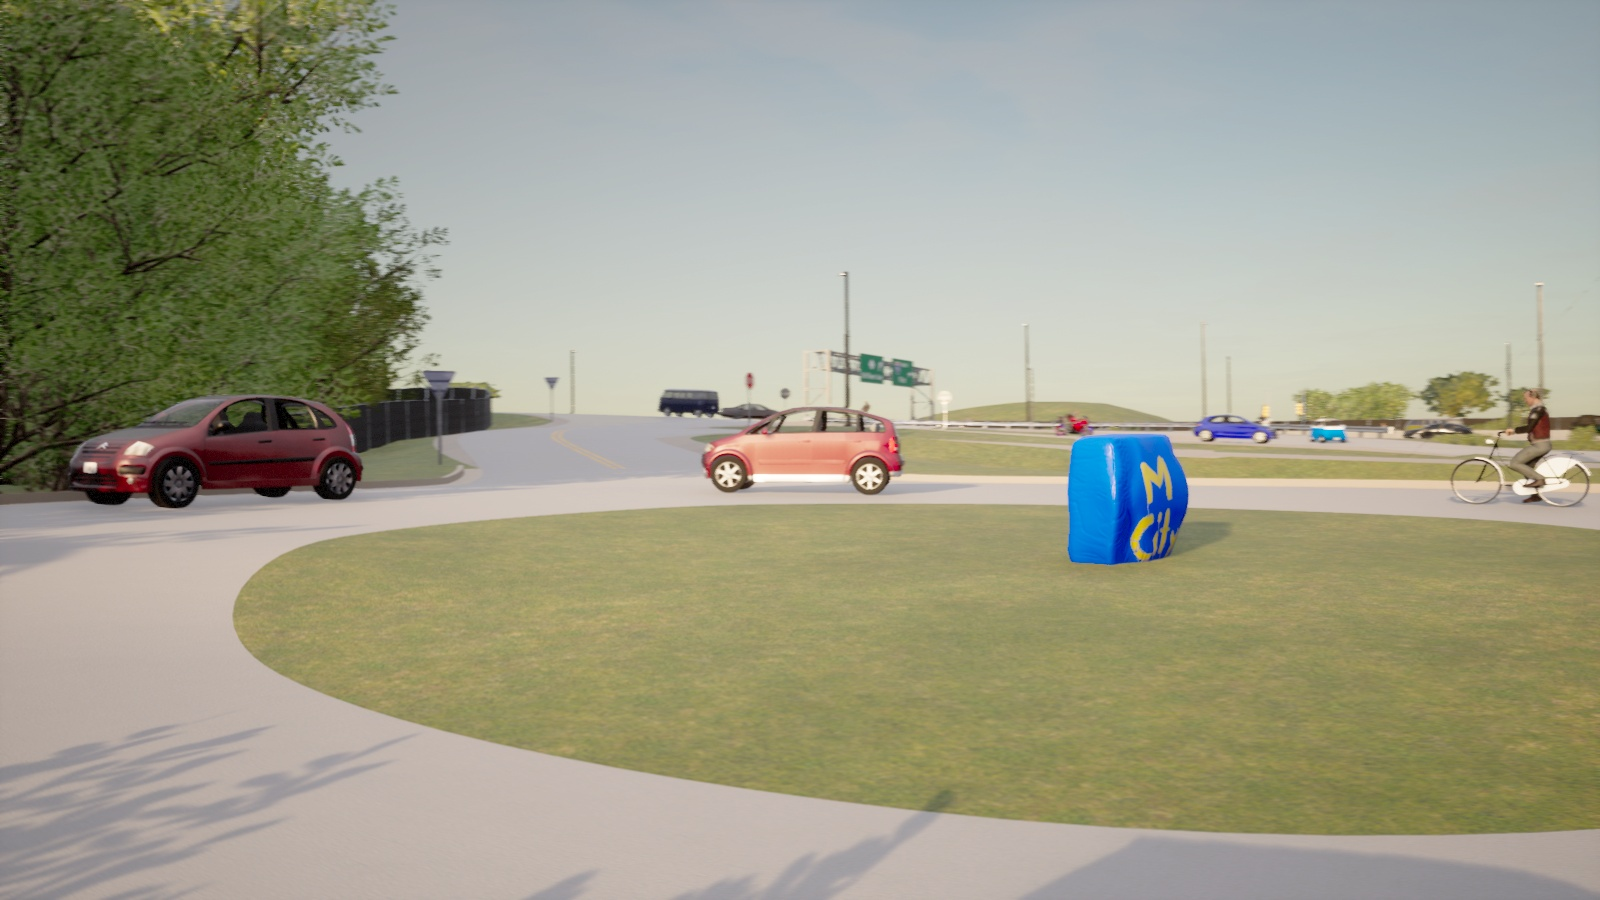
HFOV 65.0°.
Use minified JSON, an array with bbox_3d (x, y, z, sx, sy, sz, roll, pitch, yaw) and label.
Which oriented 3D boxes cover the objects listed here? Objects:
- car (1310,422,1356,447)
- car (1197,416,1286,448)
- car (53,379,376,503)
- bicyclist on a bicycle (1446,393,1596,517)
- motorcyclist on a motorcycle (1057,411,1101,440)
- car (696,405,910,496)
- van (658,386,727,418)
[{"bbox_3d":[30.087,-0.883,70.945,1.481,1.376,2.207,0,2,-6],"label":"car"},{"bbox_3d":[23.356,-0.951,66.461,4.193,1.474,1.816,3,1,28],"label":"car"},{"bbox_3d":[-8.525,-0.138,18.625,1.851,1.617,3.988,1,1,30],"label":"car"},{"bbox_3d":[10.806,0.051,18.864,1.843,1.776,0.659,2,2,39],"label":"bicyclist on a bicycle"},{"bbox_3d":[15.712,-1.379,70.701,2.191,1.530,0.866,4,2,29],"label":"motorcyclist on a motorcycle"},{"bbox_3d":[0.103,-0.009,22.882,3.705,1.549,1.789,1,1,7],"label":"car"},{"bbox_3d":[-7.412,-3.307,86.808,4.442,1.987,1.775,3,1,29],"label":"van"}]
